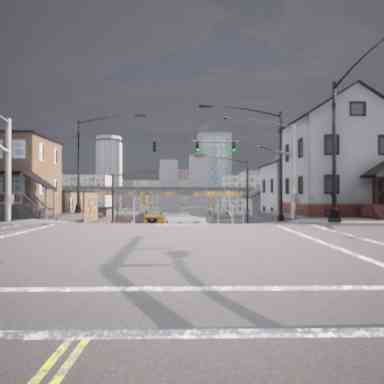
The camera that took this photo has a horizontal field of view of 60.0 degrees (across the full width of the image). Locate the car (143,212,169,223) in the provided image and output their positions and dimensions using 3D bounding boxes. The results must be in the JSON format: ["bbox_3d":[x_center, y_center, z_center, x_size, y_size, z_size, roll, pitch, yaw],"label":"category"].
[{"bbox_3d":[-3.646,2.722,33.136,1.882,1.535,5.008,0,-9,1],"label":"car"}]

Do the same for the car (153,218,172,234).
[{"bbox_3d":[-3.745,4.479,43.349,2.128,1.511,4.902,0,-13,-1],"label":"car"}]
